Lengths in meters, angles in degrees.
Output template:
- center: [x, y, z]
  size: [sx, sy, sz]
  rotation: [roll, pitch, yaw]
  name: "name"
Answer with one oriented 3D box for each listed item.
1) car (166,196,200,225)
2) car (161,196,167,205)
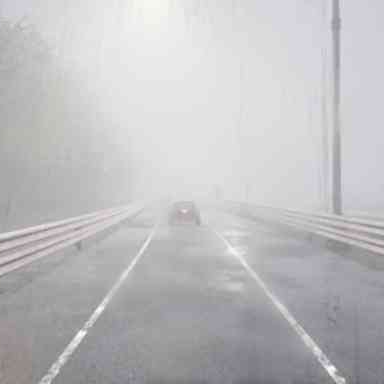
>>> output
- center: [-0.646, 1.352, 24.301]
  size: [2.097, 1.767, 4.553]
  rotation: [0, 0, -4]
  name: "car"
- center: [-4.331, 1.469, 57.729]
  size: [1.837, 1.490, 4.892]
  rotation: [0, 0, -9]
  name: "car"
